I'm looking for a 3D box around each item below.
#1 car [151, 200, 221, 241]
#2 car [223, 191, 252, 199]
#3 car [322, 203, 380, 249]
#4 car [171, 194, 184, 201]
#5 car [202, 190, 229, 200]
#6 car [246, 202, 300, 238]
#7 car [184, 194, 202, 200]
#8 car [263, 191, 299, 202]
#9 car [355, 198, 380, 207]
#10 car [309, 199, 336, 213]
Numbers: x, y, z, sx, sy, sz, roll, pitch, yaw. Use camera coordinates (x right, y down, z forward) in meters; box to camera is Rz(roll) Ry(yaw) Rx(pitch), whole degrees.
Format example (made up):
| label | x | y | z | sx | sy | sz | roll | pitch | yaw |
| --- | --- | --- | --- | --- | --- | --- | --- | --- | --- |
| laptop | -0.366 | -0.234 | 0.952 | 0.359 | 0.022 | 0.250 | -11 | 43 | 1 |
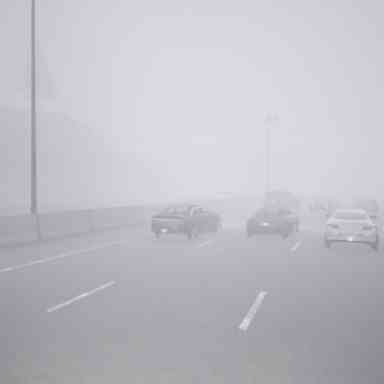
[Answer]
| label | x | y | z | sx | sy | sz | roll | pitch | yaw |
| --- | --- | --- | --- | --- | --- | --- | --- | --- | --- |
| car | -0.117 | 1.352 | 15.972 | 2.128 | 1.511 | 4.902 | 0 | 1 | 25 |
| car | 7.123 | 1.074 | 48.444 | 2.128 | 1.511 | 4.902 | 0 | 1 | 37 |
| car | 6.633 | 1.402 | 13.914 | 1.812 | 1.442 | 4.674 | 0 | 1 | 25 |
| car | -1.145 | 1.072 | 54.918 | 2.033 | 1.411 | 5.357 | 0 | 1 | 37 |
| car | 4.388 | 0.788 | 50.627 | 2.150 | 2.045 | 5.566 | 0 | 1 | 37 |
| car | 4.199 | 1.415 | 16.901 | 1.994 | 1.385 | 4.181 | 0 | 1 | 26 |
| car | 1.483 | 1.038 | 52.591 | 2.128 | 1.511 | 4.902 | 0 | 1 | 37 |
| car | 8.648 | 0.936 | 32.013 | 2.150 | 2.045 | 5.566 | 0 | 0 | 33 |
| car | 15.863 | 1.279 | 30.308 | 2.033 | 1.411 | 5.357 | 0 | 1 | 34 |
| car | 12.818 | 1.319 | 32.006 | 1.895 | 1.301 | 4.718 | 0 | 1 | 33 |
